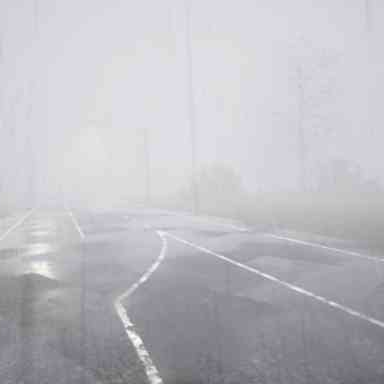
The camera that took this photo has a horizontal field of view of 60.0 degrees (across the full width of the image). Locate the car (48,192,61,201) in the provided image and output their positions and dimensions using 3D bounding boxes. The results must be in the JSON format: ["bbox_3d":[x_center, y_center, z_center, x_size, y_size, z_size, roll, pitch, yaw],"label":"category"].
[{"bbox_3d":[-25.913,0.829,62.759,1.812,1.442,4.674,-3,2,-17],"label":"car"}]
